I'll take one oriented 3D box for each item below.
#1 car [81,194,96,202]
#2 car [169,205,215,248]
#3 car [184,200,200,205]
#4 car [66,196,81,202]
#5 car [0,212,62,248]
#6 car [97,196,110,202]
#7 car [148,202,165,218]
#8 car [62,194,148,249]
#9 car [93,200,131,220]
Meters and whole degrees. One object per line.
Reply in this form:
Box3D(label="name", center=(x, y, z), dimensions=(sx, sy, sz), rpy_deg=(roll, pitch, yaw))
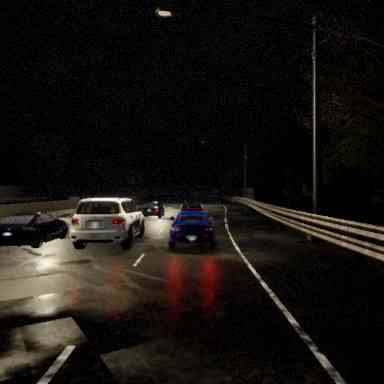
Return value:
Box3D(label="car", center=(-24.500, 1.414, 78.899), dimensions=(2.097, 1.767, 4.553), rpy_deg=(0, 0, 0))
Box3D(label="car", center=(0.000, 1.533, 14.651), dimensions=(1.812, 1.442, 4.674), rpy_deg=(0, 0, 0))
Box3D(label="car", center=(0.000, 1.526, 29.651), dimensions=(1.837, 1.490, 4.892), rpy_deg=(0, 0, 0))
Box3D(label="car", center=(-28.000, 1.583, 78.868), dimensions=(1.812, 1.442, 4.674), rpy_deg=(0, 0, 0))
Box3D(label="car", center=(-7.000, 1.572, 14.651), dimensions=(1.994, 1.385, 4.181), rpy_deg=(0, 0, 0))
Box3D(label="car", center=(-21.000, 1.611, 78.868), dimensions=(1.994, 1.385, 4.181), rpy_deg=(0, 0, 0))
Box3D(label="car", center=(-3.500, 1.572, 29.651), dimensions=(2.033, 1.411, 5.357), rpy_deg=(0, 0, 0))
Box3D(label="car", center=(-3.500, 1.258, 14.681), dimensions=(2.150, 2.045, 5.566), rpy_deg=(0, 0, 0))
Box3D(label="car", center=(-7.000, 1.504, 29.651), dimensions=(2.128, 1.511, 4.902), rpy_deg=(0, 0, 0))
